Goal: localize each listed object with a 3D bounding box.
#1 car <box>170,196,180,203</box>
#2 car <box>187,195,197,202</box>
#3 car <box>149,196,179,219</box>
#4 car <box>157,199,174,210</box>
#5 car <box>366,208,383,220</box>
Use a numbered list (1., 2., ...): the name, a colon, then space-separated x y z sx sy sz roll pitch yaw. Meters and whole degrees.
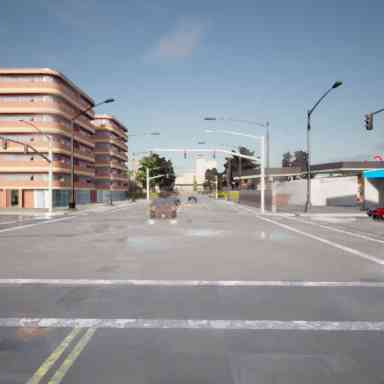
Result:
1. car: -3.428 1.601 69.049 1.895 1.301 4.718 0 0 0
2. car: 0.077 1.339 70.824 1.812 1.442 4.674 0 0 0
3. car: -2.607 1.321 28.569 2.097 1.767 4.553 0 0 -9
4. car: -3.547 1.601 45.049 1.895 1.301 4.718 0 0 0
5. car: 16.564 1.601 26.430 4.718 1.301 1.895 0 0 1
